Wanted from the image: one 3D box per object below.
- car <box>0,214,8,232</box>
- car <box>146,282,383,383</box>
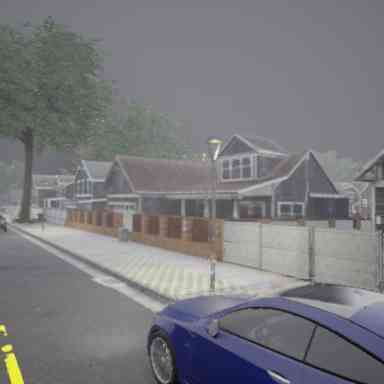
[{"bbox_3d":[-15.963,2.418,26.704,1.812,1.442,4.674,2,-3,-33],"label":"car"},{"bbox_3d":[1.238,1.681,3.356,1.812,1.442,4.674,2,-3,-35],"label":"car"}]
